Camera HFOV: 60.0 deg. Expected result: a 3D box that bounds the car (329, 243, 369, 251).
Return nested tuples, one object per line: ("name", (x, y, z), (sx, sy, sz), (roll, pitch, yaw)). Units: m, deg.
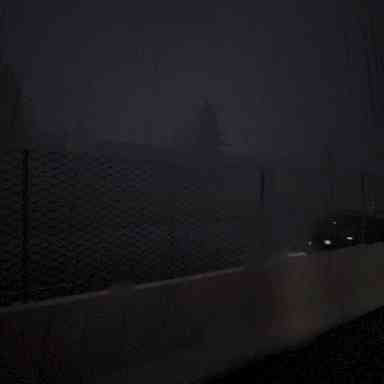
("car", (6.452, 1.628, 13.121), (4.181, 1.385, 1.994), (0, 0, -36))
